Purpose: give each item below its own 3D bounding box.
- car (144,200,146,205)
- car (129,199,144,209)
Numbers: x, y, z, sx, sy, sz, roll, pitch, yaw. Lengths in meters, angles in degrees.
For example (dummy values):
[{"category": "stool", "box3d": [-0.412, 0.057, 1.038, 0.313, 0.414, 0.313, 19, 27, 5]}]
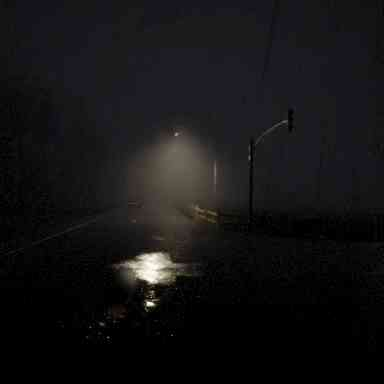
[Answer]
[{"category": "car", "box3d": [-11.336, 2.190, 74.034, 2.128, 1.511, 4.902, 1, -1, -6]}, {"category": "car", "box3d": [-9.188, 1.977, 54.011, 1.837, 1.490, 4.892, 1, -1, -6]}]
